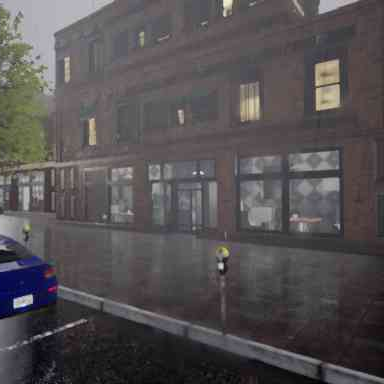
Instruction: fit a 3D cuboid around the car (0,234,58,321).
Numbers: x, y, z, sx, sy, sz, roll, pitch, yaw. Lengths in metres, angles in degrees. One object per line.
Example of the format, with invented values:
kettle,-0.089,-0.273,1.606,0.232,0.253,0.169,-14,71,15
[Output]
car,-4.472,1.525,6.490,4.674,1.442,1.812,0,0,36
